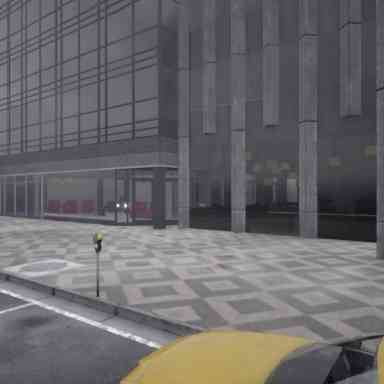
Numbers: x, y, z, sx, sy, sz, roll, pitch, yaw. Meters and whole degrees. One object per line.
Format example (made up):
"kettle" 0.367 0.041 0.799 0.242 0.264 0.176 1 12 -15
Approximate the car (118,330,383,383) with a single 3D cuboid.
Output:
"car" 1.520 1.525 1.996 4.829 1.417 1.752 0 0 36
